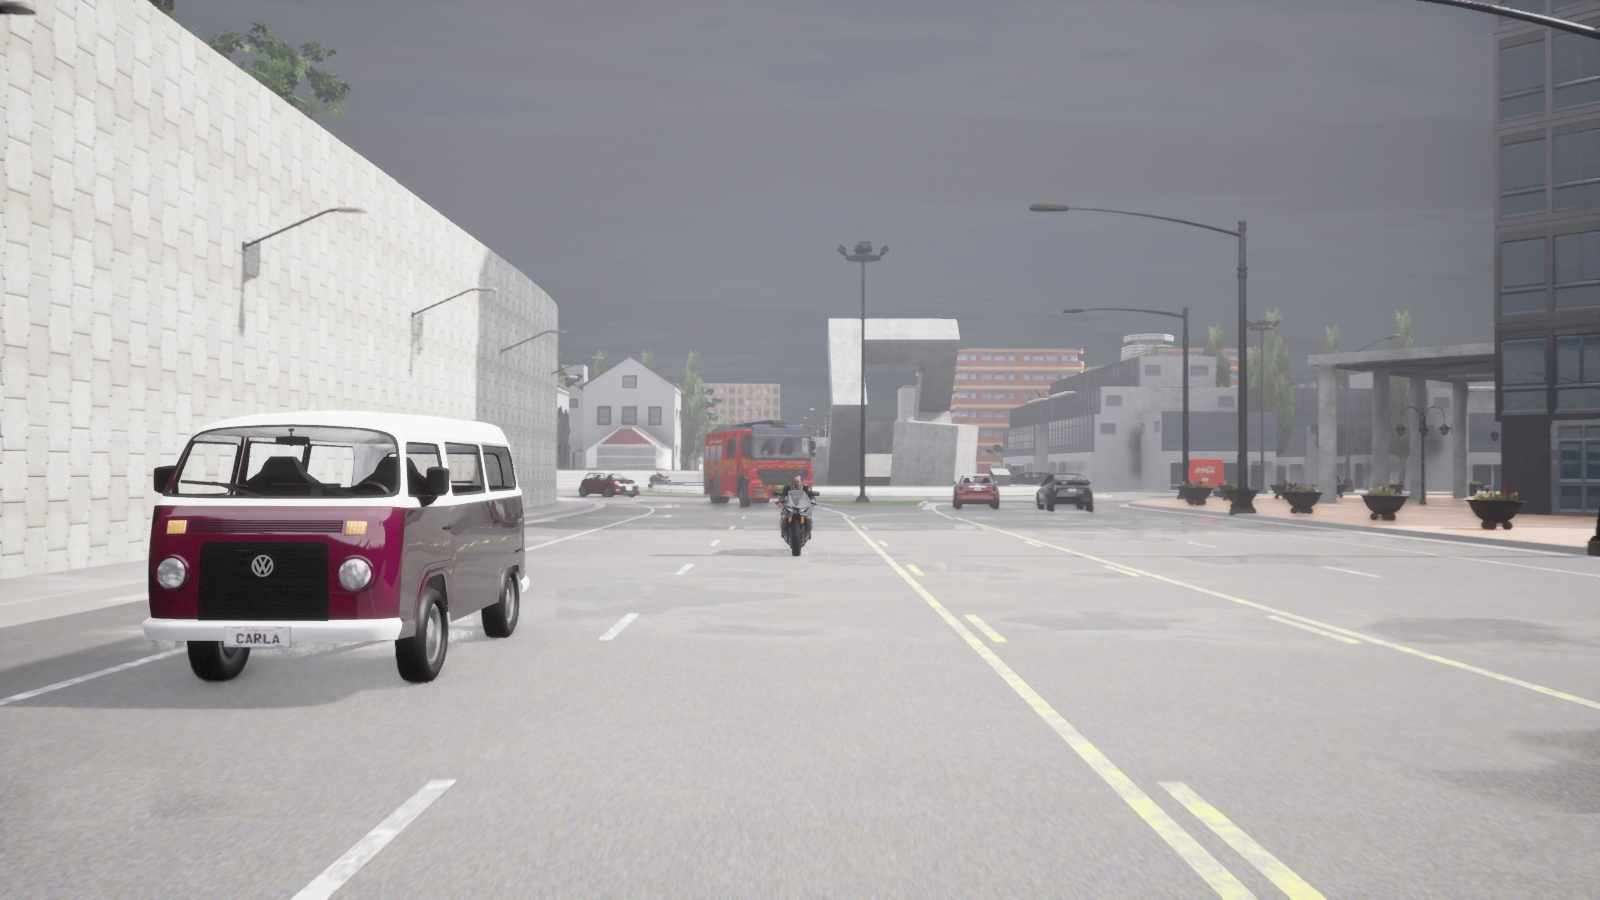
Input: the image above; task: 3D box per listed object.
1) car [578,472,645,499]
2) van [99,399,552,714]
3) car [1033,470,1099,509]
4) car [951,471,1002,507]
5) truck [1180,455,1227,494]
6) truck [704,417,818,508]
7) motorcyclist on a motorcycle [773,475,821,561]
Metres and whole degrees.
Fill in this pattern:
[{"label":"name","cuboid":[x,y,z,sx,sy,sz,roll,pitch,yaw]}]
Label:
[{"label":"car","cuboid":[-10.960,2.042,72.755,1.970,1.475,3.806,1,-1,-45]},{"label":"van","cuboid":[-3.527,0.727,10.417,2.069,2.038,4.480,0,-1,0]},{"label":"car","cuboid":[10.798,1.577,51.289,2.007,1.525,4.514,0,-1,4]},{"label":"car","cuboid":[7.546,1.654,54.033,1.970,1.475,3.806,0,-1,5]},{"label":"truck","cuboid":[26.063,1.583,81.243,2.627,2.467,5.204,0,-1,15]},{"label":"truck","cuboid":[-1.931,0.616,57.227,2.891,3.827,8.468,0,-1,-18]},{"label":"motorcyclist on a motorcycle","cuboid":[-0.058,1.247,23.716,0.866,1.530,2.191,0,-1,0]}]
